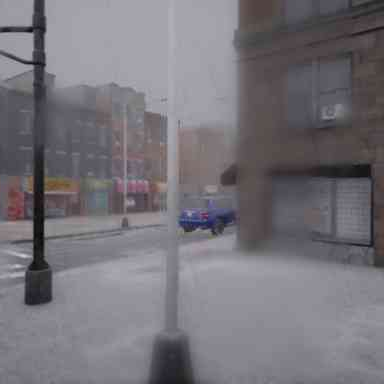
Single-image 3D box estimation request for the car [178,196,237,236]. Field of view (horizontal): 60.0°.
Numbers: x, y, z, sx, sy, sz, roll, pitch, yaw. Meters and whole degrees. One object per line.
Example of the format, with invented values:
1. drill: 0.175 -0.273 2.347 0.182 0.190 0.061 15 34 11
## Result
1. car: 1.498 1.276 19.243 2.150 2.045 5.566 0 0 37
